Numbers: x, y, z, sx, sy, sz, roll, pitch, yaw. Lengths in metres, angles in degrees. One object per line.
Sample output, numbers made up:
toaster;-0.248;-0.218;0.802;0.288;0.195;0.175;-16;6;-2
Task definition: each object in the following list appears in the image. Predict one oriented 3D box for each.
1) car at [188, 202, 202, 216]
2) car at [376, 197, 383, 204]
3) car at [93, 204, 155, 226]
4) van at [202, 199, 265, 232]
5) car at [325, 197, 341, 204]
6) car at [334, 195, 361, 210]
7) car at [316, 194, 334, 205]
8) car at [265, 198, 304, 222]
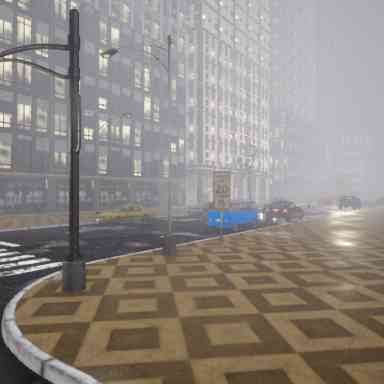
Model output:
car;1.327;1.604;31.687;1.802;1.307;4.206;0;0;38
car;38.091;1.658;66.582;1.947;1.339;4.313;0;0;38
car;-4.776;1.540;23.960;1.752;1.417;4.829;0;0;38
van;2.616;1.368;20.251;1.690;1.788;3.998;0;0;38
car;28.454;1.624;66.975;2.008;1.369;4.403;0;0;38
car;21.138;1.368;44.528;2.192;1.841;5.009;0;0;38
car;25.064;1.381;62.565;2.192;1.841;5.009;0;0;38
car;7.574;1.472;26.883;1.967;1.590;4.097;0;0;38
